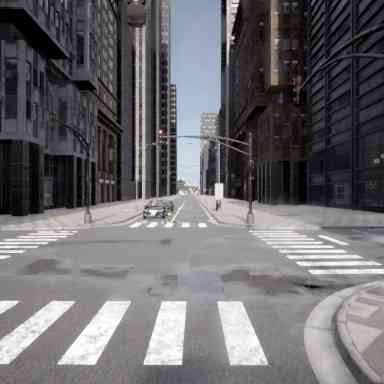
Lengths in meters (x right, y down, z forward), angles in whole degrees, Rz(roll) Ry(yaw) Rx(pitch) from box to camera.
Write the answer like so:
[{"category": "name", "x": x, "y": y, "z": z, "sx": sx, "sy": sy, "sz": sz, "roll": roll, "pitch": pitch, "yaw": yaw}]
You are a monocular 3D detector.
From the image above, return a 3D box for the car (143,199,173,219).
[{"category": "car", "x": -3.161, "y": 1.500, "z": 29.481, "sx": 2.128, "sy": 1.511, "sz": 4.902, "roll": 0, "pitch": 0, "yaw": 0}]
